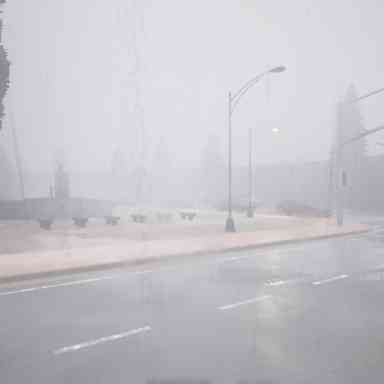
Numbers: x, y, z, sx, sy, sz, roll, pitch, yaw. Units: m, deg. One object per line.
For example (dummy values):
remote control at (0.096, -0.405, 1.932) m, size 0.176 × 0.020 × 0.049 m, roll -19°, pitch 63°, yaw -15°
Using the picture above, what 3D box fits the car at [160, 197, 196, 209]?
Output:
car at (-2.122, 1.505, 45.187) m, size 4.892 × 1.490 × 1.837 m, roll 0°, pitch 0°, yaw 38°

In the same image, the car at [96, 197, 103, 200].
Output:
car at (-17.751, 1.601, 63.828) m, size 4.718 × 1.301 × 1.895 m, roll 0°, pitch 0°, yaw 11°

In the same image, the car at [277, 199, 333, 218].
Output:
car at (10.496, 1.526, 30.430) m, size 1.812 × 1.442 × 4.674 m, roll 0°, pitch 0°, yaw -35°

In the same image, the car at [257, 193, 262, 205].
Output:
car at (7.978, 1.221, 50.571) m, size 5.566 × 2.045 × 2.150 m, roll 0°, pitch 0°, yaw 44°

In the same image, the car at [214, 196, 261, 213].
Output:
car at (4.862, 1.547, 38.142) m, size 2.033 × 1.411 × 5.357 m, roll 0°, pitch 0°, yaw -38°

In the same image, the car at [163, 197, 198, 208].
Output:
car at (-1.769, 1.478, 49.281) m, size 5.008 × 1.535 × 1.882 m, roll 0°, pitch 0°, yaw 35°

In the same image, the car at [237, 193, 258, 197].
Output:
car at (5.660, 1.352, 42.449) m, size 2.097 × 1.767 × 4.553 m, roll 0°, pitch 0°, yaw -42°

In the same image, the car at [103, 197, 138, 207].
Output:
car at (-10.641, 1.601, 50.517) m, size 4.718 × 1.301 × 1.895 m, roll 0°, pitch 0°, yaw 25°
